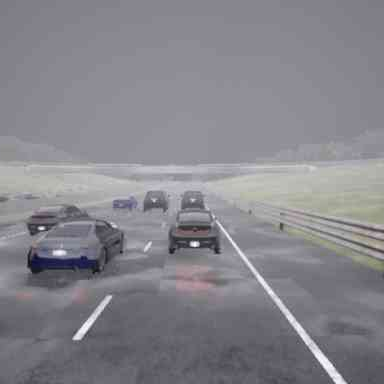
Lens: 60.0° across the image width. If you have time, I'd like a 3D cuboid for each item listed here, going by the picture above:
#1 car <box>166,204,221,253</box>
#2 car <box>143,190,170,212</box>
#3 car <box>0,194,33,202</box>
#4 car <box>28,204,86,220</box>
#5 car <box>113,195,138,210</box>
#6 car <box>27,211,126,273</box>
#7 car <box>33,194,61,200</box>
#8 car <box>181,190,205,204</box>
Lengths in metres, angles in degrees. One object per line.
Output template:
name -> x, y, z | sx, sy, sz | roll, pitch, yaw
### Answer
car -> 0.091, 1.434, 13.331 | 1.837, 1.490, 4.892 | 0, 1, 0
car -> -3.429, 0.852, 32.683 | 2.150, 2.045, 5.566 | 0, 1, 0
car -> -21.113, 1.018, 41.392 | 2.033, 1.411, 5.357 | 0, 1, 0
car -> -6.910, 1.383, 17.682 | 1.837, 1.490, 4.892 | 0, 1, 0
car -> -6.918, 1.067, 34.968 | 1.882, 1.535, 5.008 | 0, 1, 0
car -> -3.407, 1.518, 10.555 | 1.994, 1.385, 4.181 | 0, 1, 0
car -> -17.611, 0.992, 41.603 | 1.812, 1.442, 4.674 | 0, 1, 0
car -> 0.083, 0.853, 32.629 | 2.150, 2.045, 5.566 | 0, 1, 0
